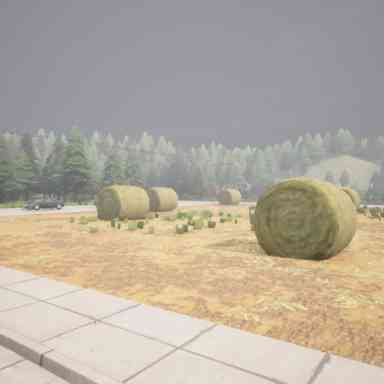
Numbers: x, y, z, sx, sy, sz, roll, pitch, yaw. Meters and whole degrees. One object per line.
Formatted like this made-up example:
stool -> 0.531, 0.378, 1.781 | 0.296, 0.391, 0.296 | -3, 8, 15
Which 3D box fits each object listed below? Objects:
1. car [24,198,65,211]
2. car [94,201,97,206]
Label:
car -> -18.323, 1.499, 41.437 | 2.128, 1.511, 4.902 | 0, 0, 36
car -> -12.271, 1.599, 49.602 | 1.895, 1.301, 4.718 | 0, 0, 37
